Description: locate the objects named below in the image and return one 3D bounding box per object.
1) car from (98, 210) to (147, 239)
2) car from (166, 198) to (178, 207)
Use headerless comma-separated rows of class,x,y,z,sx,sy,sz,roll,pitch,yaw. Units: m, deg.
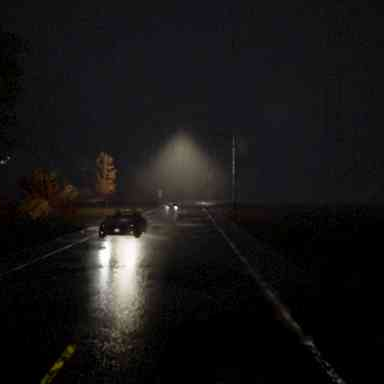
car,-3.598,1.646,17.875,1.994,1.385,4.181,0,0,0
car,-3.539,1.807,58.897,1.812,1.442,4.674,0,0,1
